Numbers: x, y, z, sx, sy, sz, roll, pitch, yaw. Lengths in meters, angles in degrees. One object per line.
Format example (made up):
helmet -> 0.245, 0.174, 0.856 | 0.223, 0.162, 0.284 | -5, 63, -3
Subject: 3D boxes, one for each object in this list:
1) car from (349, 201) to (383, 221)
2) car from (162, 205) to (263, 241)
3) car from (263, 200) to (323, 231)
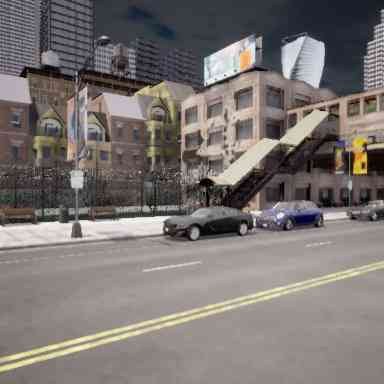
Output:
car -> 14.835, 1.461, 26.740 | 4.892, 1.521, 2.231 | 0, 0, -26
car -> 0.893, 1.458, 16.667 | 5.008, 1.535, 2.097 | 0, 0, -36
car -> 6.042, 1.333, 20.511 | 4.553, 1.767, 2.185 | 0, 0, -36
